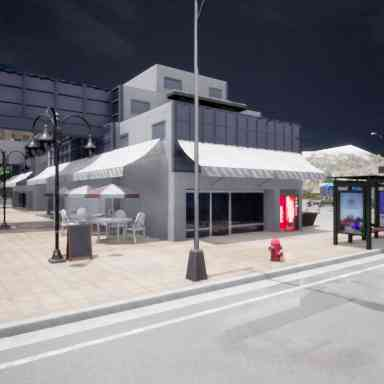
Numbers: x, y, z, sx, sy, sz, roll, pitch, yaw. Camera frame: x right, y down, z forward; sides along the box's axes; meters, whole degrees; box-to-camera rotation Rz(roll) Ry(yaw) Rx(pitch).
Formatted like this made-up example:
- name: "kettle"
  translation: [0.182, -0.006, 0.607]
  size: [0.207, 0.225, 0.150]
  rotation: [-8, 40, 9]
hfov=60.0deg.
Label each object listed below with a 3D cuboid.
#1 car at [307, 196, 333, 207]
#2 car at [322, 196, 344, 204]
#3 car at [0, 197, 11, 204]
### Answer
- name: "car"
  translation: [19.116, 1.345, 48.778]
  size: [5.027, 1.636, 2.152]
  rotation: [0, 0, -36]
- name: "car"
  translation: [28.397, 1.490, 66.892]
  size: [4.514, 1.523, 2.007]
  rotation: [0, 0, -36]
- name: "car"
  translation: [-37.104, 1.669, 67.418]
  size: [5.008, 1.535, 1.882]
  rotation: [0, 0, -36]
